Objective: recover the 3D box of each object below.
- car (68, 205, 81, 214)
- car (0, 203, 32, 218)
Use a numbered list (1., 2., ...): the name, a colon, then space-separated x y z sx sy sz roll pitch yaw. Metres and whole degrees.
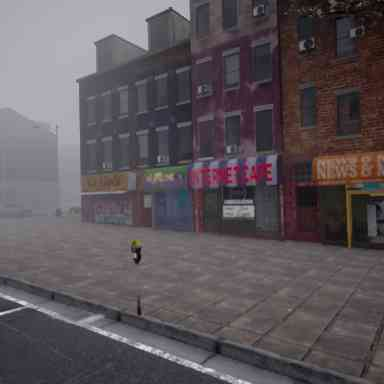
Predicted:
1. car: -10.750 1.613 36.514 2.033 1.411 5.357 -2 -1 35
2. car: -16.203 1.635 28.923 1.994 1.385 4.181 -2 -1 36
